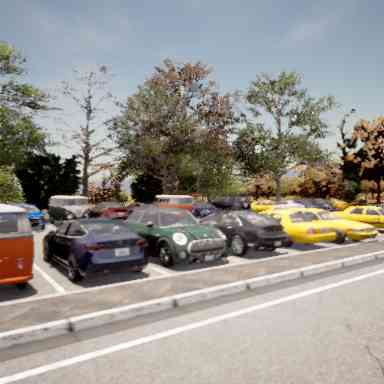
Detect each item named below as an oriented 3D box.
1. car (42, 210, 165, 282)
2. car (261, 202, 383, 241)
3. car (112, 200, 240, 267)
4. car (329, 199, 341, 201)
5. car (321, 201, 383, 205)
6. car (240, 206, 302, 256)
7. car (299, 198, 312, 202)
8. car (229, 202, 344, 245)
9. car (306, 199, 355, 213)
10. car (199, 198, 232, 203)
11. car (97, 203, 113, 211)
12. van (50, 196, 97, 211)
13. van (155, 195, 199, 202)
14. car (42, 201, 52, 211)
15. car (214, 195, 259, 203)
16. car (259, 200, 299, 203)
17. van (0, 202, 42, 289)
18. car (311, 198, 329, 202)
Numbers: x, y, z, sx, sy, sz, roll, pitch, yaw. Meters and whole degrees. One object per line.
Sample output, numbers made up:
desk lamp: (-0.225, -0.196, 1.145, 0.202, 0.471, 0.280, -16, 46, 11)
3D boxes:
car: (-3.042, 1.509, 10.005, 2.163, 1.488, 4.792, 0, 0, -35)
car: (6.035, 1.485, 16.174, 1.946, 1.575, 5.366, 0, 0, -35)
car: (-0.781, 1.349, 11.610, 2.185, 1.767, 4.553, 0, 0, -35)
car: (14.199, 1.474, 38.258, 2.185, 1.767, 4.553, 0, 0, -35)
car: (10.663, 1.517, 19.455, 1.946, 1.575, 5.366, 0, 0, -35)
car: (1.509, 1.474, 13.187, 2.231, 1.521, 4.892, 0, 0, -35)
car: (9.799, 1.607, 35.098, 2.002, 1.452, 4.674, 0, 0, -35)
car: (3.656, 1.475, 14.943, 1.946, 1.575, 5.366, 0, 0, -35)
car: (16.480, 1.616, 39.830, 2.097, 1.535, 5.008, 0, 0, -35)
car: (0.775, 1.530, 28.671, 2.163, 1.488, 4.792, 0, 0, -35)
car: (-6.033, 1.499, 23.916, 2.163, 1.488, 4.792, 0, 0, -35)
van: (-8.199, 1.245, 22.212, 1.878, 1.987, 4.442, 0, 0, -36)
van: (-1.669, 1.259, 27.117, 1.878, 1.987, 4.442, 0, 0, -35)
car: (-10.537, 1.475, 20.694, 2.097, 1.535, 5.008, 0, 0, -35)
car: (3.003, 1.265, 30.320, 2.435, 2.045, 5.566, 0, 0, -35)
car: (7.645, 1.547, 33.347, 1.946, 1.575, 5.366, 0, 0, -35)
van: (-5.358, 1.261, 8.470, 1.878, 1.987, 4.442, 0, 0, -35)
car: (12.075, 1.613, 36.678, 2.163, 1.488, 4.792, 0, 0, -35)
